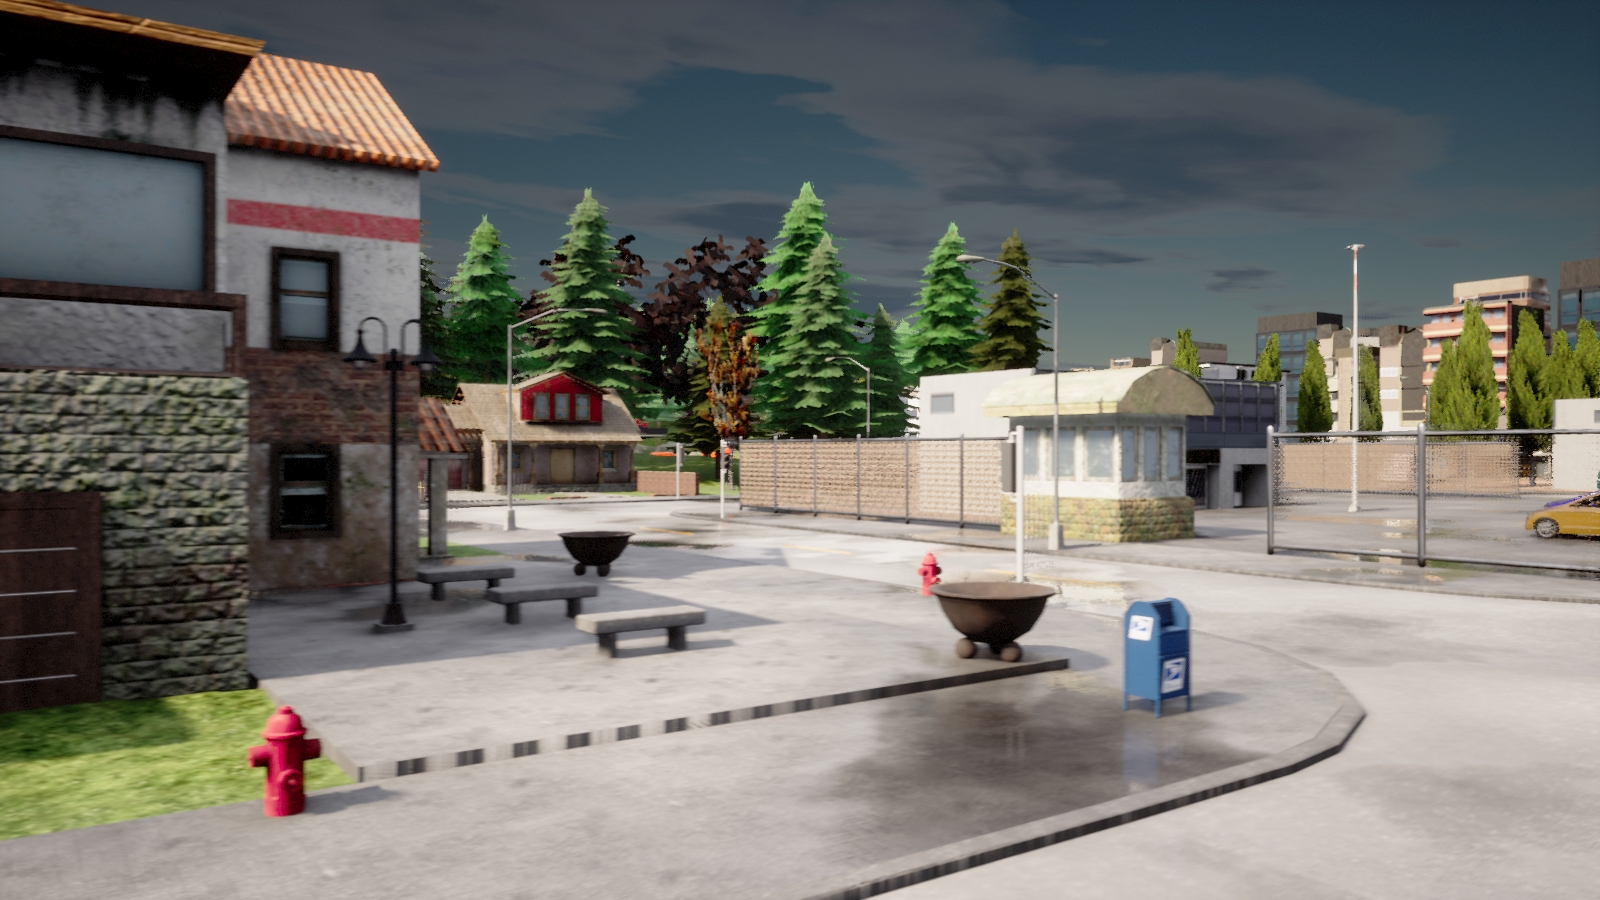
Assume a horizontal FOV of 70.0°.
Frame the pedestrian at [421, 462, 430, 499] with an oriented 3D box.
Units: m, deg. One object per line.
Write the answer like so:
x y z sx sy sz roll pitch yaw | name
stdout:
-18.779 1.524 57.306 0.375 1.860 0.375 0 0 -27 | pedestrian
